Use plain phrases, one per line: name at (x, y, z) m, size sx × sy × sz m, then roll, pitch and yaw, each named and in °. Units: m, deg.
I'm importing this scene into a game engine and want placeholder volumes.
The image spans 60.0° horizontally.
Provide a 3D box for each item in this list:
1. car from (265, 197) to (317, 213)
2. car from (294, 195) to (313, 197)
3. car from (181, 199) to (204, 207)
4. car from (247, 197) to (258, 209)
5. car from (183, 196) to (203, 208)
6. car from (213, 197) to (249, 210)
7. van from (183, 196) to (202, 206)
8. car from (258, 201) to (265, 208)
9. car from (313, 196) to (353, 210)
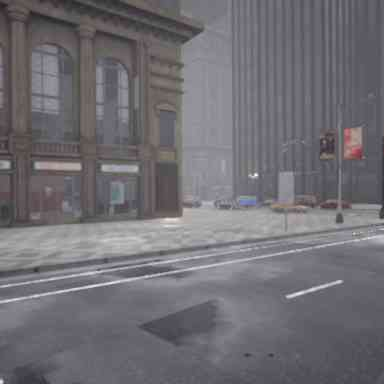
car at (10.788, 1.623, 36.533) m, size 1.752 × 1.417 × 4.829 m, roll -2°, pitch 0°, yaw -35°
car at (14.707, 1.386, 45.748) m, size 2.192 × 1.841 × 5.009 m, roll -2°, pitch 0°, yaw -35°
car at (0.025, 1.994, 61.743) m, size 1.895 × 1.301 × 4.718 m, roll -1°, pitch 0°, yaw -35°
car at (6.610, 1.817, 47.057) m, size 1.895 × 1.301 × 4.718 m, roll -1°, pitch 0°, yaw -35°
car at (-0.621, 1.680, 52.613) m, size 2.192 × 1.841 × 5.009 m, roll -2°, pitch 0°, yaw -35°
car at (5.038, 1.784, 44.643) m, size 2.008 × 1.369 × 4.403 m, roll -2°, pitch 0°, yaw -35°
van at (0.019, 1.755, 66.514) m, size 1.690 × 1.788 × 3.998 m, roll -2°, pitch 0°, yaw -35°
car at (11.777, 1.722, 49.902) m, size 1.802 × 1.307 × 4.206 m, roll -2°, pitch 0°, yaw -35°
car at (17.651, 1.546, 41.596) m, size 1.887 × 1.381 × 4.507 m, roll -2°, pitch 0°, yaw -35°
